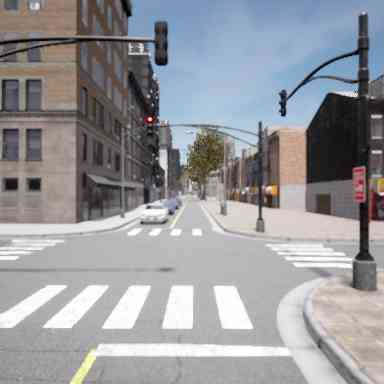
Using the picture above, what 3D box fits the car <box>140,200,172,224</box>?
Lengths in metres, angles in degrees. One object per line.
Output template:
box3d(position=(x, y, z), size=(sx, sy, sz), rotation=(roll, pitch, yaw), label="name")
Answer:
box3d(position=(-2.821, 1.593, 25.559), size=(1.812, 1.442, 4.674), rotation=(0, 0, 0), label="car")

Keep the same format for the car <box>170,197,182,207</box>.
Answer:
box3d(position=(-2.725, 1.660, 57.232), size=(1.837, 1.490, 4.892), rotation=(0, 0, 1), label="car")

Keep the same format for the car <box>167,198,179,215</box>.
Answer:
box3d(position=(-2.810, 1.639, 35.338), size=(2.033, 1.411, 5.357), rotation=(0, 0, 0), label="car")

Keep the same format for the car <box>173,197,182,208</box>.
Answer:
box3d(position=(-2.766, 1.645, 45.637), size=(1.812, 1.442, 4.674), rotation=(0, 0, 0), label="car")
